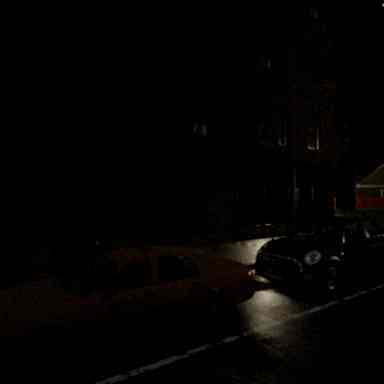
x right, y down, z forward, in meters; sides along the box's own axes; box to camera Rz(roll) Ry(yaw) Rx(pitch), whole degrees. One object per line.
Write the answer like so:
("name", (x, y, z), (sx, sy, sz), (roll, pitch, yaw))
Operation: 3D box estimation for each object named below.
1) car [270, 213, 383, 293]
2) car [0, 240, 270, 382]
("car", (3.541, 1.417, 8.729), (4.097, 1.590, 1.967), (0, 0, -36))
("car", (-1.083, 1.519, 5.415), (4.829, 1.417, 1.752), (0, 0, -36))
